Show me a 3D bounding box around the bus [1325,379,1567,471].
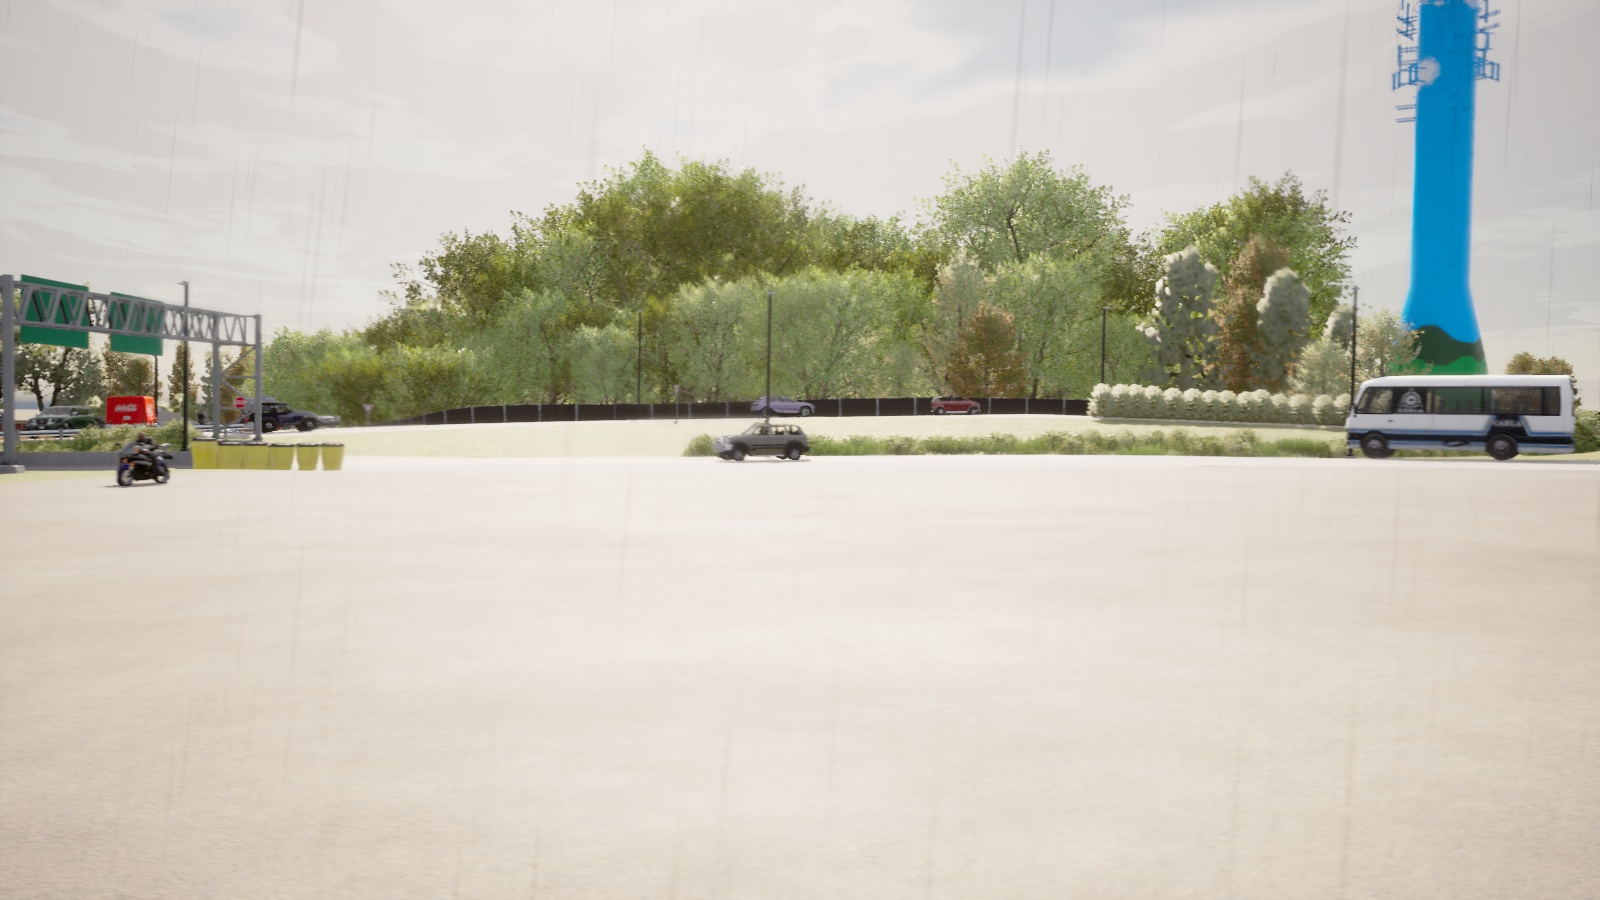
[{"bbox_3d":[32.225,-1.338,62.875,10.273,4.253,3.944,2,2,34],"label":"bus"}]

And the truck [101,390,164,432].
[{"bbox_3d":[-42.203,-2.429,79.517,2.627,2.467,5.204,-2,1,-19],"label":"truck"}]

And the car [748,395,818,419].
[{"bbox_3d":[-1.294,-3.201,93.044,4.856,1.649,2.033,-1,2,-14],"label":"car"}]

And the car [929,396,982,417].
[{"bbox_3d":[11.662,-3.257,94.202,3.705,1.549,1.789,-1,2,0],"label":"car"}]

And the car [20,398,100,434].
[{"bbox_3d":[-45.680,-2.067,77.633,2.150,2.045,5.566,-2,1,-7],"label":"car"}]

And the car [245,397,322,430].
[{"bbox_3d":[-30.993,-2.230,75.377,3.866,1.878,1.905,-2,3,-35],"label":"car"}]

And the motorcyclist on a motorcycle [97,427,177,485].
[{"bbox_3d":[-18.382,0.134,34.888,0.866,1.530,2.191,1,1,7],"label":"motorcyclist on a motorcycle"}]

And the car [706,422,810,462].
[{"bbox_3d":[-2.039,-0.413,60.591,4.605,1.855,1.932,-1,2,-22],"label":"car"}]
